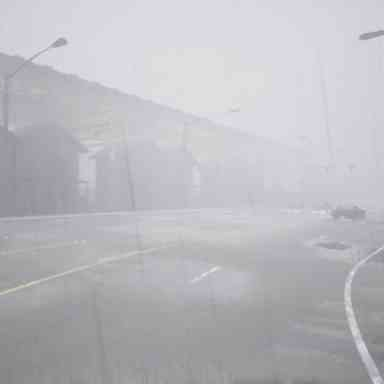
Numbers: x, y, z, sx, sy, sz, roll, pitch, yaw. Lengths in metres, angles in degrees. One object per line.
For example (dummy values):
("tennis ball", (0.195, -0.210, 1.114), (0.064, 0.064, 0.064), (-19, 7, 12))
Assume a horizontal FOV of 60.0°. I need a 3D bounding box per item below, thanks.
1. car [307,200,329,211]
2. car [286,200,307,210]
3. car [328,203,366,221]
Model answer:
("car", (17.900, 1.852, 45.796), (1.994, 1.385, 4.181), (1, 0, 40))
("car", (15.312, 1.800, 48.163), (1.994, 1.385, 4.181), (1, 0, 39))
("car", (14.088, 1.834, 29.741), (1.895, 1.301, 4.718), (1, 0, 39))
